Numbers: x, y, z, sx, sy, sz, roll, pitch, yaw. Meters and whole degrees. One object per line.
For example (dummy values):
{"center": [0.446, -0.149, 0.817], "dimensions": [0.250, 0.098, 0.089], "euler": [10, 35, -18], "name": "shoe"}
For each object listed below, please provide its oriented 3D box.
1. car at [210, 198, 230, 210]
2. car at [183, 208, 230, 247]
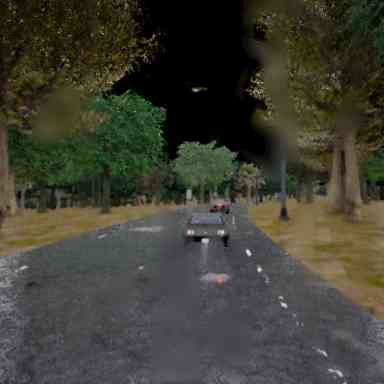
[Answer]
{"center": [3.335, 1.506, 38.538], "dimensions": [2.097, 1.767, 4.553], "euler": [0, 0, 9], "name": "car"}
{"center": [0.687, 1.636, 15.382], "dimensions": [1.895, 1.301, 4.718], "euler": [0, 0, 4], "name": "car"}
